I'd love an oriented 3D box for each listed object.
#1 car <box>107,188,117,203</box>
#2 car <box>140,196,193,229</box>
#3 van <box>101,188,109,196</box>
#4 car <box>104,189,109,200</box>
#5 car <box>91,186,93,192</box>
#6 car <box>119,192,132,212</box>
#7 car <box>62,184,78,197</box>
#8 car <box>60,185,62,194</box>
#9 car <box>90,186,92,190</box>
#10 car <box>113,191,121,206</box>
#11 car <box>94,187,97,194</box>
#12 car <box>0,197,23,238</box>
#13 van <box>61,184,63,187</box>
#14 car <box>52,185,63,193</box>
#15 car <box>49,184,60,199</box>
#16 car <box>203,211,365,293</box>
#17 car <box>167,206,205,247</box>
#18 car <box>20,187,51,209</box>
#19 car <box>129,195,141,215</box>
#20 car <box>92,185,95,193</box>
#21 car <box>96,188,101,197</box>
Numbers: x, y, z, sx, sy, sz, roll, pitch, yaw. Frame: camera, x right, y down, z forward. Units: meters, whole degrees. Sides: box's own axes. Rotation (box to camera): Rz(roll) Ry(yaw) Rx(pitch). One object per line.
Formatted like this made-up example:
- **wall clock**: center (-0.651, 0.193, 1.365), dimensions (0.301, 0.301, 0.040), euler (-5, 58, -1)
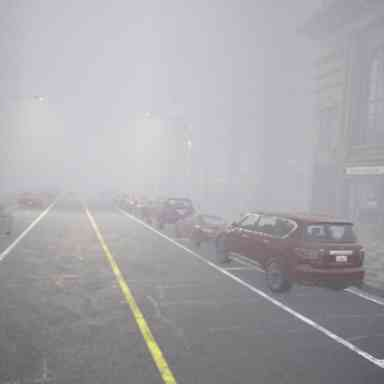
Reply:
- **car**: center (-8.853, 0.698, 41.009), dimensions (1.967, 1.590, 4.097), euler (4, 0, -20)
- **car**: center (-1.359, 1.152, 19.897), dimensions (2.192, 1.841, 5.009), euler (4, 0, -20)
- **van**: center (-12.589, 0.310, 51.564), dimensions (1.690, 1.788, 3.998), euler (4, 0, -20)
- **car**: center (-10.734, 0.695, 46.288), dimensions (1.802, 1.307, 4.206), euler (4, 0, -20)
- **car**: center (-22.016, -0.232, 78.116), dimensions (1.752, 1.417, 4.829), euler (4, 0, -20)
- **car**: center (-5.110, 0.987, 30.454), dimensions (1.967, 1.590, 4.097), euler (4, 0, -20)
- **car**: center (-19.657, -0.044, 54.272), dimensions (1.882, 1.535, 5.008), euler (4, 0, -20)
- **car**: center (-20.614, -0.025, 48.700), dimensions (1.887, 1.381, 4.507), euler (4, 0, -20)
- **car**: center (-23.834, -0.315, 83.234), dimensions (1.802, 1.307, 4.206), euler (4, 0, -20)
- **car**: center (-6.990, 0.968, 35.732), dimensions (1.947, 1.339, 4.313), euler (4, 0, -20)
- **car**: center (-18.217, 0.080, 67.400), dimensions (1.887, 1.381, 4.507), euler (4, 0, -20)
- **car**: center (-7.514, 1.009, 11.752), dimensions (1.947, 1.339, 4.313), euler (4, 0, -20)
- **van**: center (-24.344, -0.517, 59.256), dimensions (1.690, 1.788, 3.998), euler (4, 0, -20)
- **car**: center (-28.100, -0.602, 69.813), dimensions (1.887, 1.381, 4.507), euler (4, 0, -20)
- **car**: center (-18.736, 0.015, 43.421), dimensions (1.967, 1.590, 4.097), euler (4, 0, -20)
- **car**: center (2.384, 1.443, 9.342), dimensions (2.192, 1.841, 5.009), euler (4, 0, -20)
- **car**: center (0.495, 1.563, 14.621), dimensions (1.802, 1.307, 4.206), euler (4, 0, -20)
- **car**: center (-13.127, 0.553, 27.587), dimensions (1.887, 1.381, 4.507), euler (4, 0, -20)
- **car**: center (-3.247, 1.257, 25.177), dimensions (1.947, 1.339, 4.313), euler (4, 0, -20)
- **car**: center (-20.082, -0.168, 72.677), dimensions (1.967, 1.590, 4.097), euler (4, 0, -20)
- **car**: center (-16.346, 0.225, 62.121), dimensions (1.887, 1.381, 4.507), euler (4, 0, -20)
